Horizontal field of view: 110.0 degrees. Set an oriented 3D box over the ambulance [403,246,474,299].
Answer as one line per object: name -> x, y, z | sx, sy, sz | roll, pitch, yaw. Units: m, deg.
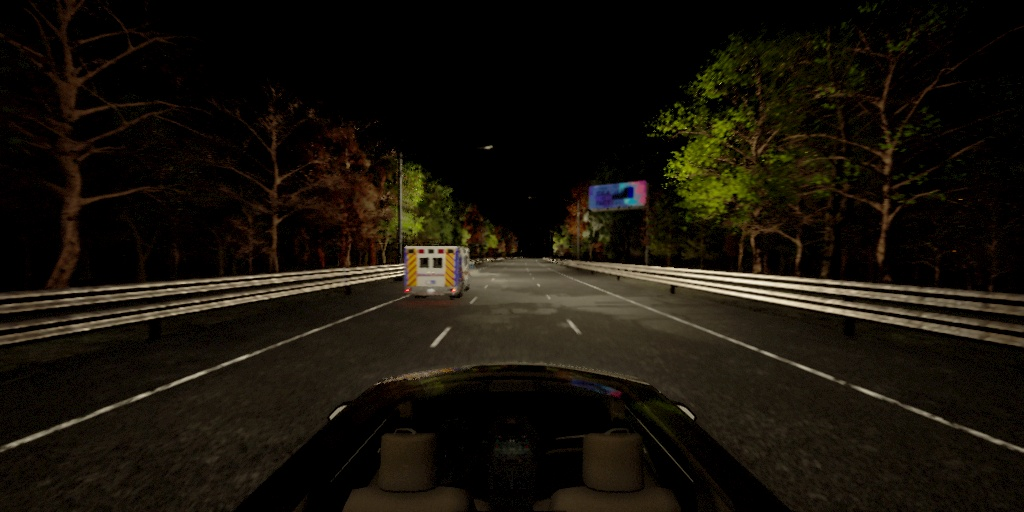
ambulance -> -3.456, 0.803, 18.241 | 2.351, 2.431, 6.366 | 0, 0, 0
